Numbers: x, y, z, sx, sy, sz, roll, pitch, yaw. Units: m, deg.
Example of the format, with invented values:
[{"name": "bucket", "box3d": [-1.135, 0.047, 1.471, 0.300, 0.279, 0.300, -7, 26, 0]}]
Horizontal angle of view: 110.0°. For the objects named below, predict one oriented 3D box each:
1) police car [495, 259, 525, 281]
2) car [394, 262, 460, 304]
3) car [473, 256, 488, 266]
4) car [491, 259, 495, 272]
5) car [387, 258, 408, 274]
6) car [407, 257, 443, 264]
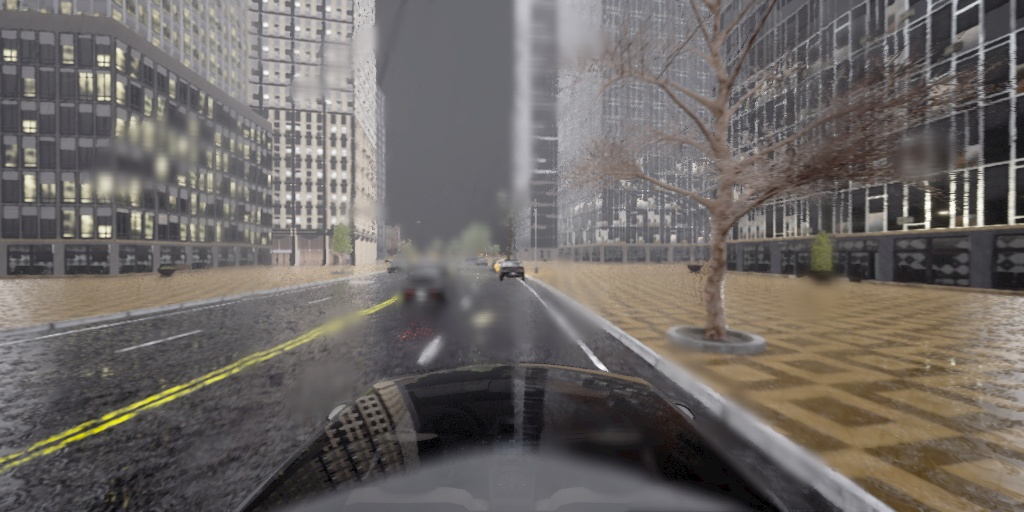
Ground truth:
[{"name": "police car", "box3d": [-0.086, 1.064, 28.793, 1.930, 1.638, 5.238, 0, 0, -4]}, {"name": "car", "box3d": [-3.508, 1.201, 15.927, 1.837, 1.490, 4.892, 0, 0, -2]}, {"name": "car", "box3d": [-5.331, 1.061, 63.914, 2.033, 1.411, 5.357, 0, 0, -10]}, {"name": "car", "box3d": [-0.999, 1.055, 38.992, 1.801, 1.575, 5.366, 0, 0, -6]}, {"name": "car", "box3d": [-11.821, 0.971, 38.243, 2.097, 1.767, 4.553, 0, 0, -6]}, {"name": "car", "box3d": [-8.153, 1.122, 34.040, 2.128, 1.511, 4.902, 0, 0, -5]}]
